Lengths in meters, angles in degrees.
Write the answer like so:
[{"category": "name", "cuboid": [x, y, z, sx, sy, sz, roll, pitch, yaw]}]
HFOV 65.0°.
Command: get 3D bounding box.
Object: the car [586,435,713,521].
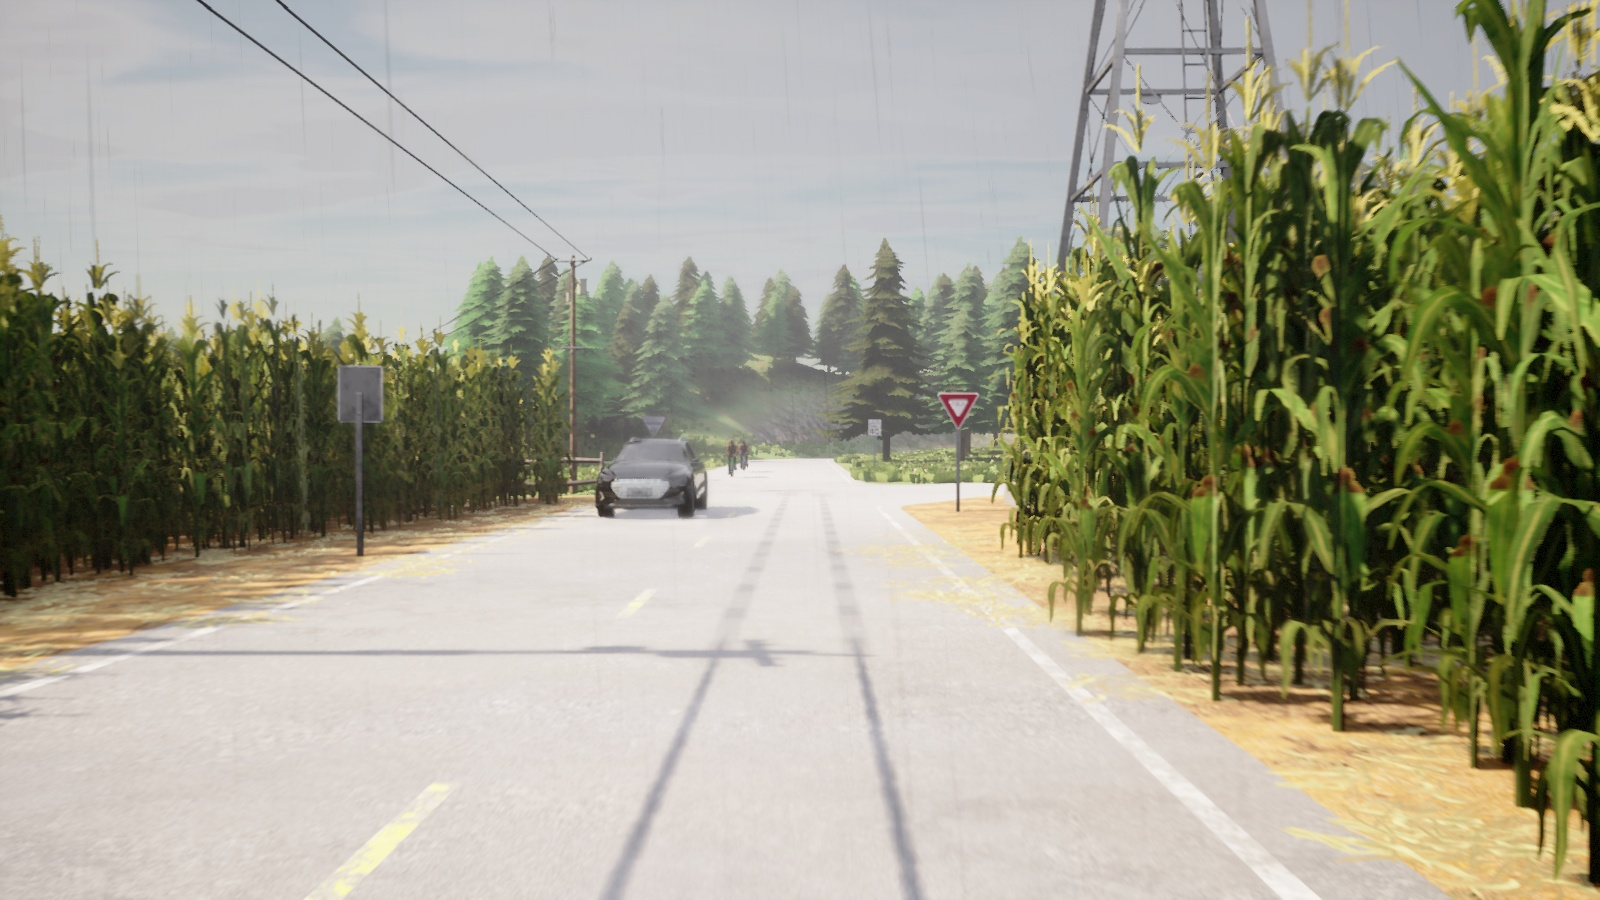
[{"category": "car", "cuboid": [-3.061, 0.525, 26.532, 2.033, 1.649, 4.856, 0, 0, 1]}]
